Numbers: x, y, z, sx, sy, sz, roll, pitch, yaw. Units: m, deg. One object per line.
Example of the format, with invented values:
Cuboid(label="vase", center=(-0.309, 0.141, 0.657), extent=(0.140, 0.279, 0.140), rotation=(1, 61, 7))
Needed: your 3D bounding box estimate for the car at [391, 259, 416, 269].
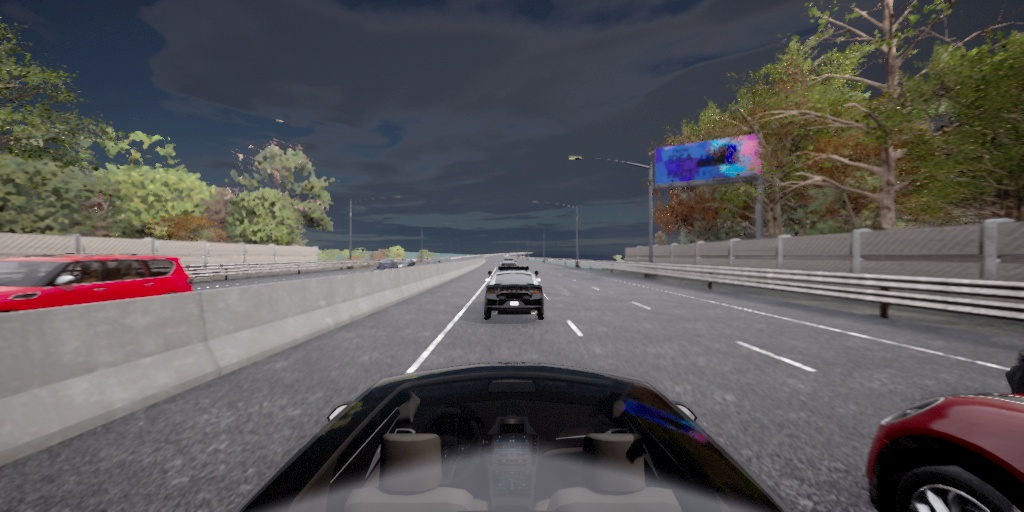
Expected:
Cuboid(label="car", center=(-14.752, 1.225, 50.088), extent=(2.128, 1.511, 4.902), rotation=(0, 0, -1))

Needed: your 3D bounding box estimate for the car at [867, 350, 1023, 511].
Cuboid(label="car", center=(3.592, 1.101, 0.644), extent=(2.097, 1.767, 4.553), rotation=(0, 0, 0))

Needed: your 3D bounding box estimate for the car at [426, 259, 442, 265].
Cuboid(label="car", center=(-11.300, 1.238, 52.266), extent=(1.837, 1.490, 4.892), rotation=(0, 0, -1))

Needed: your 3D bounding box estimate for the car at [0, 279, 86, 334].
Cuboid(label="car", center=(-14.121, 1.356, 8.733), extent=(1.895, 1.301, 4.718), rotation=(0, 0, 0))

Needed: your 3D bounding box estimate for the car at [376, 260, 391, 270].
Cuboid(label="car", center=(-18.310, 1.281, 52.913), extent=(2.033, 1.411, 5.357), rotation=(0, 0, -1))

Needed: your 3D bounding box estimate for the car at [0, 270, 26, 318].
Cuboid(label="car", center=(-17.627, 1.247, 9.763), extent=(2.128, 1.511, 4.902), rotation=(0, 0, 0))

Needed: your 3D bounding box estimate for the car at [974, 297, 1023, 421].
Cuboid(label="car", center=(7.093, 1.273, 2.462), extent=(1.812, 1.442, 4.674), rotation=(0, 0, 0))

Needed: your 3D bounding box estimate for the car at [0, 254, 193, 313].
Cuboid(label="car", center=(-10.620, 0.975, 8.456), extent=(2.150, 2.045, 5.566), rotation=(0, 0, 0))

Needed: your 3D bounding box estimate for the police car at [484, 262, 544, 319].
Cuboid(label="police car", center=(0.054, 1.175, 13.015), extent=(1.930, 1.638, 5.238), rotation=(0, 0, 0))

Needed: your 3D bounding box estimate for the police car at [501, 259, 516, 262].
Cuboid(label="police car", center=(-0.415, 1.161, 43.957), extent=(1.930, 1.638, 5.238), rotation=(0, 0, -1))
